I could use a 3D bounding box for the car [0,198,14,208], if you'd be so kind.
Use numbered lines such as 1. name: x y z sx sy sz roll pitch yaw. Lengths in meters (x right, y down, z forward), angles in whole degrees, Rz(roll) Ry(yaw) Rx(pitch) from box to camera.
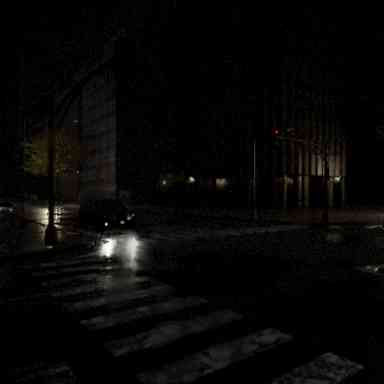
1. car: -33.075 1.906 58.956 2.097 1.767 4.553 0 -1 -36

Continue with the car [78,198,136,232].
1. car: -5.702 1.432 21.744 2.150 2.045 5.566 0 0 -36
